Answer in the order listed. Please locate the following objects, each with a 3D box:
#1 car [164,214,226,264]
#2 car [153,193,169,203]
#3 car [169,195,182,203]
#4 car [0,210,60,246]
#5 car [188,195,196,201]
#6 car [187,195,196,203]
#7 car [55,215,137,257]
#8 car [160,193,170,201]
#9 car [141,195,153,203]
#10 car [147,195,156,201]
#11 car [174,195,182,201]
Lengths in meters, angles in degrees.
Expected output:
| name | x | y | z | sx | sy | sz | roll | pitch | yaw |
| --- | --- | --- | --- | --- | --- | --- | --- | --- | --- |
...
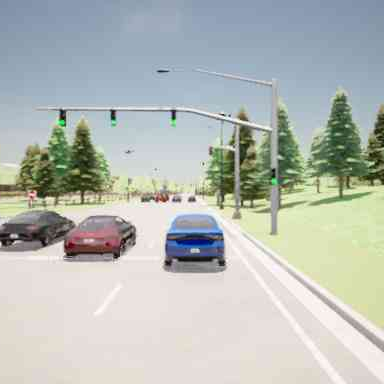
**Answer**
| name | x | y | z | sx | sy | sz | roll | pitch | yaw |
| --- | --- | --- | --- | --- | --- | --- | --- | --- | --- |
| car | 0.092 | 1.502 | 11.882 | 1.882 | 1.535 | 5.008 | 0 | 0 | 0 |
| car | -7.026 | 1.372 | 75.779 | 2.150 | 2.045 | 5.566 | 0 | 0 | 0 |
| car | -3.526 | 1.502 | 76.103 | 2.097 | 1.767 | 4.553 | 0 | 0 | 0 |
| car | -6.911 | 1.557 | 15.238 | 1.812 | 1.442 | 4.674 | 0 | 0 | 0 |
| car | -0.029 | 1.561 | 86.171 | 1.994 | 1.385 | 4.181 | 0 | 0 | 0 |
| car | -0.026 | 1.624 | 75.751 | 1.882 | 1.535 | 5.008 | 0 | 0 | 0 |
| car | -3.407 | 1.591 | 13.021 | 1.994 | 1.385 | 4.181 | 0 | 0 | 0 |
| car | -7.030 | 1.234 | 86.199 | 2.150 | 2.045 | 5.566 | 0 | 0 | 0 |
| car | -10.526 | 1.647 | 75.747 | 1.837 | 1.490 | 4.892 | 0 | 0 | 0 |
| car | -10.529 | 1.509 | 86.168 | 1.837 | 1.490 | 4.892 | 0 | 0 | 0 |
| car | -3.529 | 1.561 | 86.170 | 1.994 | 1.385 | 4.181 | 0 | 0 | 0 |
